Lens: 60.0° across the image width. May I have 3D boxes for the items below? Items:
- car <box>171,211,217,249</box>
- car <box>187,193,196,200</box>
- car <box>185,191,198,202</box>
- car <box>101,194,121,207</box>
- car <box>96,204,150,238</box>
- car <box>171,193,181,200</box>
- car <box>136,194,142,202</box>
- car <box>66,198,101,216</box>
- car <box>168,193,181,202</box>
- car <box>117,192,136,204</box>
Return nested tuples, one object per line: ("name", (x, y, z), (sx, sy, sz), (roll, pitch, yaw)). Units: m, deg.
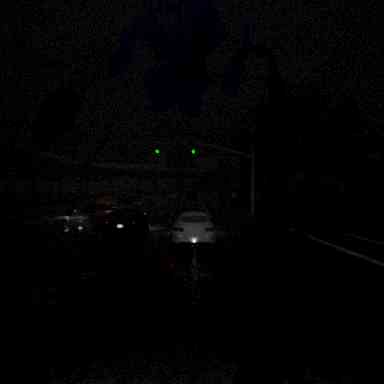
("car", (0.081, 1.547, 14.553), (1.812, 1.442, 4.674), (0, 0, 0))
("car", (-0.080, 0.919, 73.602), (2.033, 1.411, 5.357), (0, 1, 0))
("car", (-0.069, 0.787, 62.976), (2.150, 2.045, 5.566), (0, 1, 0))
("car", (-10.589, 1.357, 41.289), (1.882, 1.535, 5.008), (0, 1, 1))
("car", (-3.421, 1.587, 17.786), (1.994, 1.385, 4.181), (0, 0, 0))
("car", (-3.581, 0.922, 74.015), (1.994, 1.385, 4.181), (0, 1, 0))
("car", (-10.568, 1.128, 61.738), (2.033, 1.411, 5.357), (0, 1, 0))
("car", (-10.624, 1.524, 32.217), (1.994, 1.385, 4.181), (0, 1, 0))
("car", (-3.570, 1.076, 63.713), (1.812, 1.442, 4.674), (0, 1, 0))
("car", (-10.557, 0.974, 51.325), (2.150, 2.045, 5.566), (0, 1, 0))
